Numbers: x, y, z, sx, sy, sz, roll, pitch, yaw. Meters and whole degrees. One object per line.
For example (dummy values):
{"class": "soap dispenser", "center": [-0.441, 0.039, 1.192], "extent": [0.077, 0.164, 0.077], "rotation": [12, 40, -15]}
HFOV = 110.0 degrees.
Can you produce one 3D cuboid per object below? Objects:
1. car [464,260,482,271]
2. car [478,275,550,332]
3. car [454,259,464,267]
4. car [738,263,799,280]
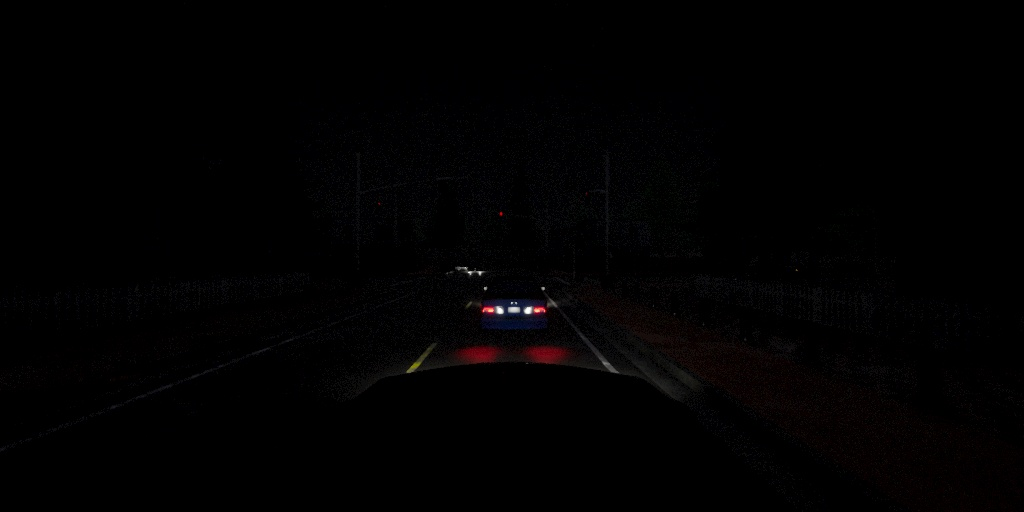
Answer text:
{"class": "car", "center": [-4.866, 1.230, 46.887], "extent": [2.033, 1.411, 5.357], "rotation": [0, 0, -7]}
{"class": "car", "center": [0.065, 1.291, 10.800], "extent": [2.033, 1.411, 5.357], "rotation": [0, 0, 0]}
{"class": "car", "center": [-9.008, 1.236, 62.907], "extent": [1.994, 1.385, 4.181], "rotation": [0, 0, -22]}
{"class": "car", "center": [21.376, 1.278, 30.030], "extent": [4.181, 1.385, 1.994], "rotation": [0, 0, 2]}
